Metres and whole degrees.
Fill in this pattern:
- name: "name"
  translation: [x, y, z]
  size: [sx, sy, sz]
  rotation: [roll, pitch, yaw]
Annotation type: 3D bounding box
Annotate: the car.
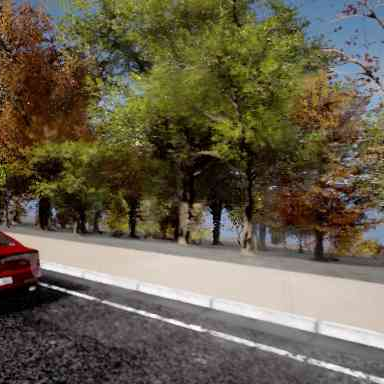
- name: "car"
  translation: [-5.472, 1.504, 7.576]
  size: [5.008, 1.535, 1.882]
  rotation: [0, 0, 35]
